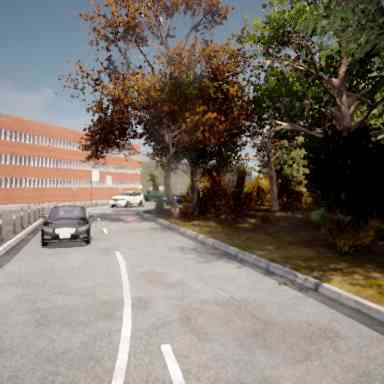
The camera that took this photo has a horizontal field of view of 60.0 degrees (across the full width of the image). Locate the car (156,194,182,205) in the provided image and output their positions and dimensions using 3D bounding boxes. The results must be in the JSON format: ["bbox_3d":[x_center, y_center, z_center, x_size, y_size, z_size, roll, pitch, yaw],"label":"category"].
[{"bbox_3d":[-2.782,1.256,45.953,1.895,1.301,4.718,0,0,21],"label":"car"}]

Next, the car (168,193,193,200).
[{"bbox_3d":[-2.406,0.960,69.378,4.674,1.452,2.002,0,1,20],"label":"car"}]

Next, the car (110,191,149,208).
[{"bbox_3d":[-7.962,0.892,41.292,2.150,2.045,5.566,0,0,19],"label":"car"}]

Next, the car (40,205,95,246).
[{"bbox_3d":[-5.376,1.324,14.502,2.128,1.511,4.902,0,1,-18],"label":"car"}]

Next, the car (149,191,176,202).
[{"bbox_3d":[-6.321,0.761,58.772,5.566,2.045,2.435,0,1,20],"label":"car"}]
